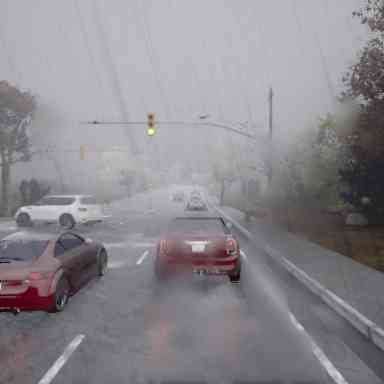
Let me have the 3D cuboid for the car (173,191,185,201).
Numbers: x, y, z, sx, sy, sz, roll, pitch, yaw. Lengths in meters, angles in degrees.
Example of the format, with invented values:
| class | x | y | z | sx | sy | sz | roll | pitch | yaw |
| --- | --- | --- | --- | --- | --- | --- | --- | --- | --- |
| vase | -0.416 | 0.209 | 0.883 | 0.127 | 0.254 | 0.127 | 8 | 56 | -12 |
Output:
| class | x | y | z | sx | sy | sz | roll | pitch | yaw |
| --- | --- | --- | --- | --- | --- | --- | --- | --- | --- |
| car | -2.837 | 1.056 | 66.716 | 1.994 | 1.385 | 4.181 | 0 | 3 | 1 |

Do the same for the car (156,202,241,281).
| class | x | y | z | sx | sy | sz | roll | pitch | yaw |
| --- | --- | --- | --- | --- | --- | --- | --- | --- | --- |
| car | 0.168 | 1.351 | 9.975 | 2.097 | 1.767 | 4.553 | 0 | 0 | 0 |

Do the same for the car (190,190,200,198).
| class | x | y | z | sx | sy | sz | roll | pitch | yaw |
| --- | --- | --- | --- | --- | --- | --- | --- | --- | --- |
| car | 0.663 | 1.018 | 66.676 | 1.812 | 1.442 | 4.674 | 0 | 3 | 1 |

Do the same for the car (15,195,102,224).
| class | x | y | z | sx | sy | sz | roll | pitch | yaw |
| --- | --- | --- | --- | --- | --- | --- | --- | --- | --- |
| car | -8.364 | 1.218 | 20.862 | 5.566 | 2.045 | 2.150 | 0 | -2 | 21 |

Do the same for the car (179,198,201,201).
| class | x | y | z | sx | sy | sz | roll | pitch | yaw |
| --- | --- | --- | --- | --- | --- | --- | --- | --- | --- |
| car | 0.307 | 1.488 | 24.905 | 2.128 | 1.511 | 4.902 | 0 | 0 | 1 |

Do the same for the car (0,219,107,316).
| class | x | y | z | sx | sy | sz | roll | pitch | yaw |
| --- | --- | --- | --- | --- | --- | --- | --- | --- | --- |
| car | -3.351 | 1.562 | 7.617 | 1.994 | 1.385 | 4.181 | 0 | 0 | 0 |
